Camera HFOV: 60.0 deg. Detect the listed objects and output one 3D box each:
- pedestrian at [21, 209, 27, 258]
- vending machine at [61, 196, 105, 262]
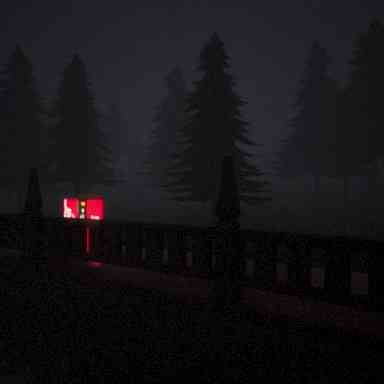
[{"bbox_3d":[-5.202,1.143,10.531,0.375,1.860,0.375,0,0,30],"label":"pedestrian"},{"bbox_3d":[-3.699,1.197,11.339,0.880,2.100,1.100,0,0,30],"label":"vending machine"}]
